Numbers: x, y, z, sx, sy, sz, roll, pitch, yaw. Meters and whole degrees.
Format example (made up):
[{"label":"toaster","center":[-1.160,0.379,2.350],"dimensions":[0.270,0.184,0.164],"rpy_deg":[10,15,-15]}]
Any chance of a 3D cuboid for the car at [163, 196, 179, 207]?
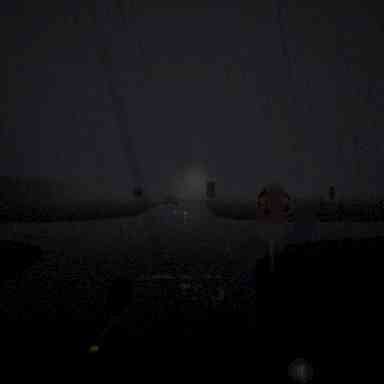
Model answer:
[{"label":"car","center":[-2.744,1.177,44.161],"dimensions":[2.033,1.411,5.357],"rpy_deg":[0,1,0]}]
